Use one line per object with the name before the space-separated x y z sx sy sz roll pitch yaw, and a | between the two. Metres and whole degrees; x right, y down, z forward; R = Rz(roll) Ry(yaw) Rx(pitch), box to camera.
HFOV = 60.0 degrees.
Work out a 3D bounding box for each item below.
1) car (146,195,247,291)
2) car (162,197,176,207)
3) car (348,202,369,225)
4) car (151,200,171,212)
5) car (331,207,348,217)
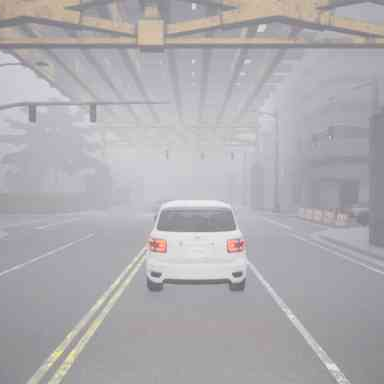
car | 0.086 1.221 9.111 2.150 2.045 5.566 0 0 0
car | -3.542 1.525 51.263 1.812 1.442 4.674 0 0 0
car | 13.279 1.452 22.155 4.974 1.542 2.038 0 0 -20
car | -3.567 1.600 39.116 1.895 1.301 4.718 0 0 0
car | 13.656 1.295 26.292 4.536 1.218 1.853 0 0 25
